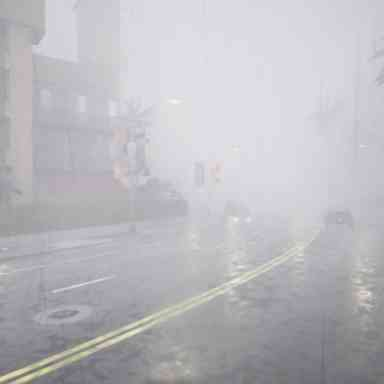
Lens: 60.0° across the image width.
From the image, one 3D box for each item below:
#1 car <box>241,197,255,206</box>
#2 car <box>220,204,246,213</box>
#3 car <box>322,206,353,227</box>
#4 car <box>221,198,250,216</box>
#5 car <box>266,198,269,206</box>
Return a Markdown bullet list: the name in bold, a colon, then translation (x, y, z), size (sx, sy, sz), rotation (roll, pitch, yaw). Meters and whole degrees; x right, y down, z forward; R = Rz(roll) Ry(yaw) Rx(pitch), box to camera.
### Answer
- **car**: translation (15.442, 3.008, 88.534), size (2.185, 1.767, 4.553), rotation (0, -2, -37)
- **car**: translation (7.028, 2.796, 57.029), size (1.895, 1.301, 4.718), rotation (0, -2, -31)
- **car**: translation (11.357, 1.861, 26.139), size (1.882, 1.535, 5.008), rotation (-1, -1, 18)
- **car**: translation (6.085, 2.155, 44.953), size (2.150, 2.045, 5.566), rotation (-1, -2, -9)
- **car**: translation (21.467, 3.141, 93.164), size (1.816, 1.474, 4.193), rotation (0, -2, -37)
